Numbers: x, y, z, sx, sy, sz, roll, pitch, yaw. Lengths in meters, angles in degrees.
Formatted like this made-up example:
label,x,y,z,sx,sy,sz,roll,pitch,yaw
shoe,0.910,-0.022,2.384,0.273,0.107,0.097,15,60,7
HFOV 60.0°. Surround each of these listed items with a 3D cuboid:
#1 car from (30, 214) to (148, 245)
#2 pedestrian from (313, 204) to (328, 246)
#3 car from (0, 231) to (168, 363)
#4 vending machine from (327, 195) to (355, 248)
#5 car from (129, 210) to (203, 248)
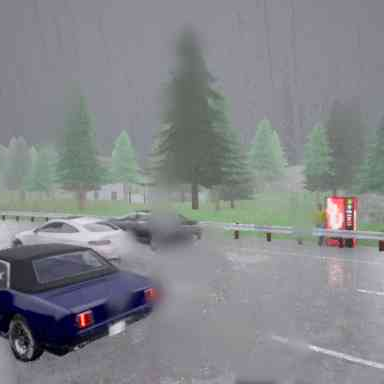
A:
label,x,y,z,sx,sy,sz,roll,pitch,yaw
car,-3.877,1.525,10.713,4.674,1.442,1.812,0,0,33
pedestrian,5.396,1.294,13.903,0.375,1.860,0.375,0,0,35
car,-2.862,1.601,5.866,4.718,1.301,1.895,0,0,34
vending machine,6.321,1.195,14.092,0.880,2.100,1.100,0,0,35
car,-1.911,1.491,13.601,4.902,1.511,2.128,0,0,33
